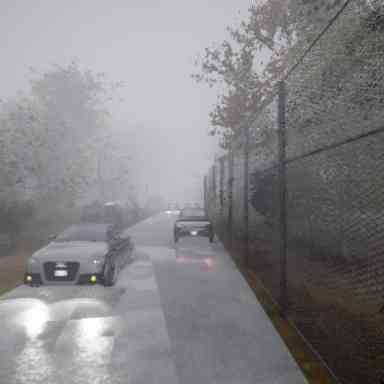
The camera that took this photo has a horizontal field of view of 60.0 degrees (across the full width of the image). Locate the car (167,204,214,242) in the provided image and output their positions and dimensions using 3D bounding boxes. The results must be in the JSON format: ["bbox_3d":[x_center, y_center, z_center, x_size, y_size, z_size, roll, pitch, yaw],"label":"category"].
[{"bbox_3d":[0.077,1.562,16.691,2.128,1.511,4.902,0,-1,0],"label":"car"}]

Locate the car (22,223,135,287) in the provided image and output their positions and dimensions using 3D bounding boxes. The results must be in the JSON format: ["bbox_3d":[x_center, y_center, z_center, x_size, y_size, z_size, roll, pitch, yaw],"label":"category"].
[{"bbox_3d":[-2.857,1.583,9.257,1.994,1.385,4.181,0,0,0],"label":"car"}]

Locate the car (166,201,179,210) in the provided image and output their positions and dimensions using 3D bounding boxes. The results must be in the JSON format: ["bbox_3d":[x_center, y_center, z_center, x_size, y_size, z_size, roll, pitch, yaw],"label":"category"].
[{"bbox_3d":[-2.884,2.155,51.481,2.128,1.511,4.902,0,-1,1],"label":"car"}]
